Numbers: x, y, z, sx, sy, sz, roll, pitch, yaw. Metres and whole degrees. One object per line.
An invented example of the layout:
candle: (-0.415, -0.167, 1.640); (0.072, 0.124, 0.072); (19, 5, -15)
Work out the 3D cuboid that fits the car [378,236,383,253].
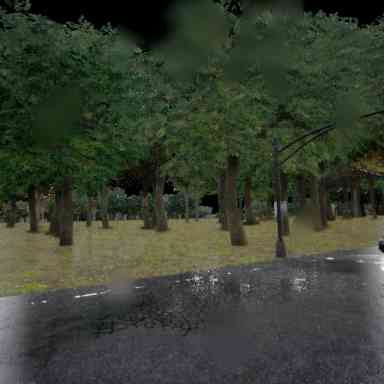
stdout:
car: (11.347, 2.355, 16.887); (4.181, 1.385, 1.994); (1, -6, -32)
